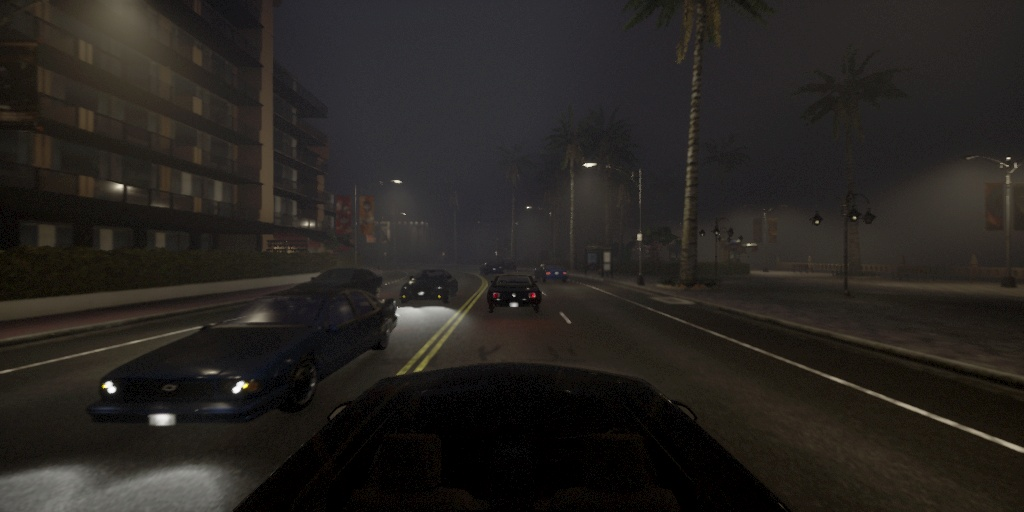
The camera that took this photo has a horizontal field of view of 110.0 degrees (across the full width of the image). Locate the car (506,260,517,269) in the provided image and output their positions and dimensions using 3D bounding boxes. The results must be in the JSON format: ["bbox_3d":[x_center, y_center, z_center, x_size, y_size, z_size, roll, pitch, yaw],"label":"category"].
[{"bbox_3d":[-0.934,1.237,46.379,1.882,1.535,5.008,0,0,-19],"label":"car"}]

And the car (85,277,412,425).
[{"bbox_3d":[-3.605,1.299,6.352,2.033,1.411,5.357,0,0,0],"label":"car"}]

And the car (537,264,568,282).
[{"bbox_3d":[2.996,1.303,28.605,2.033,1.411,5.357,0,0,-6],"label":"car"}]

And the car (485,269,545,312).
[{"bbox_3d":[0.067,1.354,14.281,1.895,1.301,4.718,0,0,0],"label":"car"}]

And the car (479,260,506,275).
[{"bbox_3d":[-2.288,1.322,38.618,1.994,1.385,4.181,0,0,-14],"label":"car"}]

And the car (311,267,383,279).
[{"bbox_3d":[-7.061,1.231,15.073,1.882,1.535,5.008,0,0,0],"label":"car"}]

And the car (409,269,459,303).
[{"bbox_3d":[-3.658,1.318,16.447,1.994,1.385,4.181,0,0,0],"label":"car"}]
